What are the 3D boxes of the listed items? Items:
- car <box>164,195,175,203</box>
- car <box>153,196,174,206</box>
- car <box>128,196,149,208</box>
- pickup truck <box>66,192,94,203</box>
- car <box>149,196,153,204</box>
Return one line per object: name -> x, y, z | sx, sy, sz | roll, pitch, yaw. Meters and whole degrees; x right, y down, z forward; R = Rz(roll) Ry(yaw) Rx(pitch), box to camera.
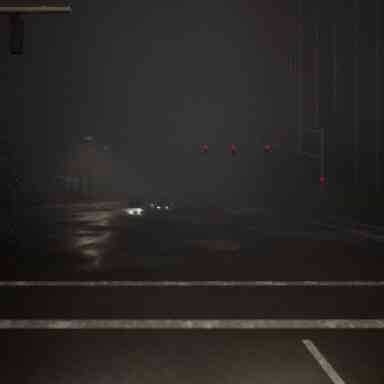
car -> -4.626, 1.431, 69.190 | 2.033, 1.411, 5.357 | 0, 0, -1
car -> -4.479, 1.519, 52.812 | 2.033, 1.411, 5.357 | 0, 0, 0
car -> -7.829, 1.470, 47.343 | 2.128, 1.511, 4.902 | 0, 0, -1
pickup truck -> -21.149, 1.027, 61.846 | 2.390, 2.098, 6.274 | 0, 0, 30
car -> -8.075, 1.492, 62.805 | 1.812, 1.442, 4.674 | 0, 0, 0
